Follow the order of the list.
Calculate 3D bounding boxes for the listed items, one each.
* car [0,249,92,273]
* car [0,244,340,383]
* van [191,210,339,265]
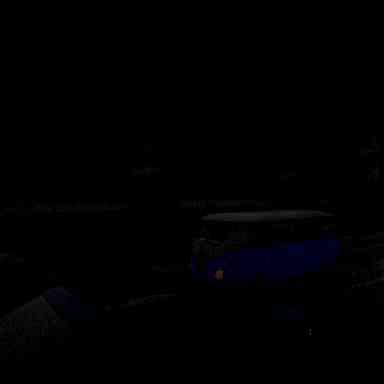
[{"bbox_3d":[-2.816,1.545,4.525,4.507,1.381,1.887,0,0,-36],"label":"car"},{"bbox_3d":[-0.830,1.526,2.787,4.674,1.442,1.812,0,0,-36],"label":"car"},{"bbox_3d":[1.778,1.344,7.828,3.998,1.788,1.690,0,0,-36],"label":"van"}]
